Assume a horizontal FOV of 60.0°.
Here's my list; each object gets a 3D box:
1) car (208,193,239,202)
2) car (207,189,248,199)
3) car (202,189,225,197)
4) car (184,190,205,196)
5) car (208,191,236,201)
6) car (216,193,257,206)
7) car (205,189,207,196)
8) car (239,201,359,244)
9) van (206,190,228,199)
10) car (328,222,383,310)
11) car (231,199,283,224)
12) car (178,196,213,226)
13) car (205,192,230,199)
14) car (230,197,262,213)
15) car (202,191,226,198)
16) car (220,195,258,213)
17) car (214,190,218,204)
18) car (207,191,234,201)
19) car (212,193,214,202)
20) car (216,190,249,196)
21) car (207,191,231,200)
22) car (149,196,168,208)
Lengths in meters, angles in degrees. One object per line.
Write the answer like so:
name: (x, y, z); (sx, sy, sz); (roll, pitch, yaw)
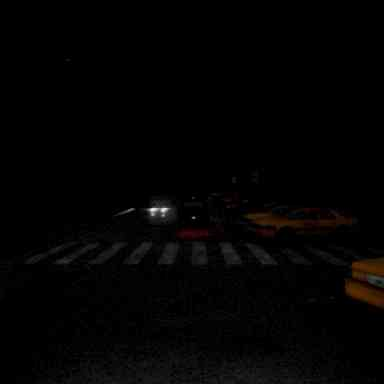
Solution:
car: (5.451, 0.914, 57.288); (4.792, 1.488, 2.163); (1, 1, -20)
car: (5.396, 0.758, 45.269); (5.566, 2.045, 2.435); (1, 1, -20)
car: (5.610, 0.363, 87.356); (5.566, 2.045, 2.435); (1, 0, -20)
car: (0.166, 0.780, 42.390); (2.150, 2.045, 5.566); (0, 1, 0)
car: (5.462, 0.729, 60.300); (4.553, 1.767, 2.185); (1, 0, -20)
car: (5.317, 1.177, 33.277); (4.792, 1.488, 2.163); (1, 1, -20)
car: (5.436, 0.663, 54.285); (5.566, 2.045, 2.435); (1, 1, -20)
car: (5.128, 1.369, 15.220); (5.366, 1.575, 1.946); (1, 1, -20)
van: (5.674, 0.495, 75.365); (4.442, 1.987, 1.878); (1, 0, -20)
car: (5.484, 1.477, 6.335); (5.366, 1.575, 1.946); (1, 0, -20)
car: (5.129, 1.331, 18.221); (5.366, 1.575, 1.946); (0, 1, -20)
car: (0.107, 1.288, 21.563); (1.882, 1.535, 5.008); (0, 1, 0)
car: (5.544, 0.746, 72.322); (5.008, 1.535, 2.097); (1, 0, -20)
car: (5.316, 1.299, 21.286); (4.892, 1.521, 2.231); (1, 1, -20)
car: (5.403, 0.662, 81.266); (5.366, 1.575, 1.946); (1, 1, -20)
car: (5.334, 1.225, 30.286); (4.674, 1.452, 2.002); (0, 1, -20)
car: (5.406, 0.952, 39.296); (4.553, 1.767, 2.185); (1, 1, -20)
car: (5.478, 0.701, 63.301); (4.553, 1.767, 2.185); (1, 0, -20)
car: (5.386, 1.083, 42.294); (4.674, 1.452, 2.002); (1, 0, -20)
car: (5.391, 0.987, 36.295); (4.553, 1.767, 2.185); (1, 1, -20)
car: (5.573, 0.647, 69.318); (4.553, 1.767, 2.185); (1, 1, -20)
car: (-3.924, 1.154, 39.667); (1.994, 1.385, 4.181); (0, 1, 0)
